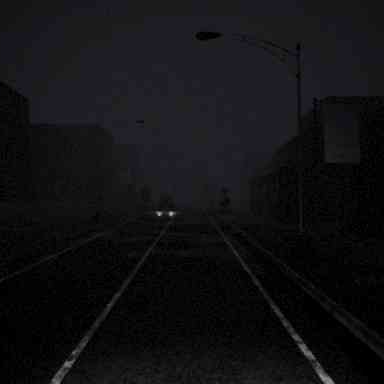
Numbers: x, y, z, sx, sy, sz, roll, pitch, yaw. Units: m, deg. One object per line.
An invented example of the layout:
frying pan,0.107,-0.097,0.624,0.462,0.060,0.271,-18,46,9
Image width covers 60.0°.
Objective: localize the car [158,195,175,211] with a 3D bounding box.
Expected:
car,-3.510,1.429,46.391,2.150,2.045,5.566,0,0,0
